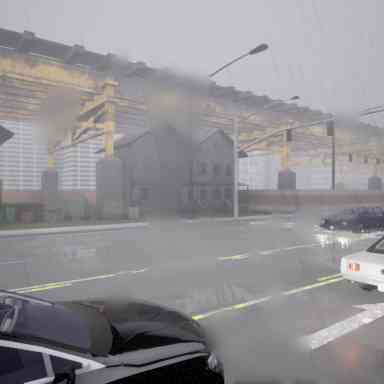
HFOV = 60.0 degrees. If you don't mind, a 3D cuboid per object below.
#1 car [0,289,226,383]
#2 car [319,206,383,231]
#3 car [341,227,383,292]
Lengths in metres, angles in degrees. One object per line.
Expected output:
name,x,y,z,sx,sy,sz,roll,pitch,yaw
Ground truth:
car,-1.918,1.492,2.378,4.902,1.511,2.128,0,0,-35
car,9.822,1.547,19.324,5.357,1.411,2.033,0,0,-31
car,5.602,1.601,7.759,4.718,1.301,1.895,0,0,-35
